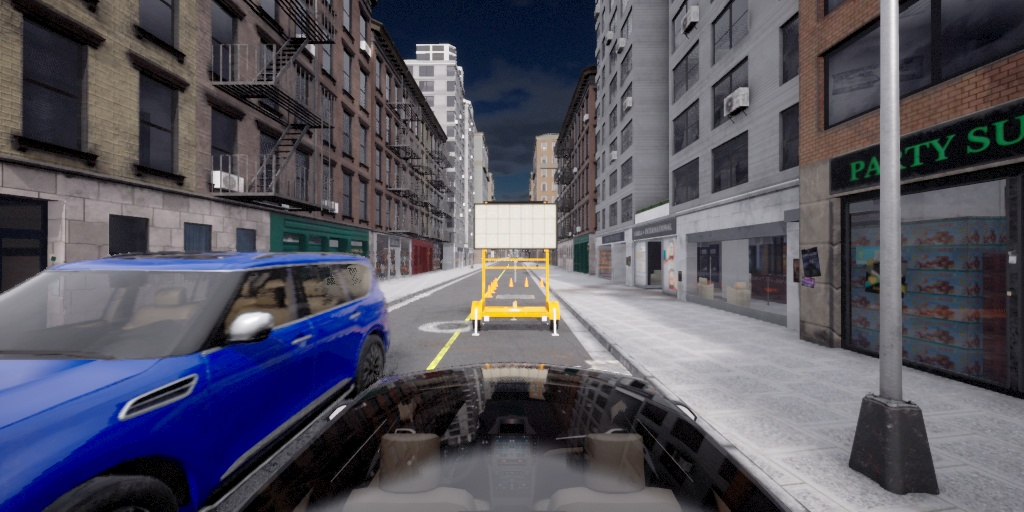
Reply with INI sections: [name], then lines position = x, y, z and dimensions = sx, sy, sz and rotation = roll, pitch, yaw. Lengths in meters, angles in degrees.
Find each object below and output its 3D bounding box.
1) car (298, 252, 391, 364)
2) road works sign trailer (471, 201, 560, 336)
[car]
position = -2.913, 0.971, 9.581
dimensions = 2.150, 2.045, 5.566
rotation = 0, 0, 1
[road works sign trailer]
position = 0.102, 0.214, 10.421
dimensions = 2.380, 3.560, 2.880
rotation = 0, 0, 1
